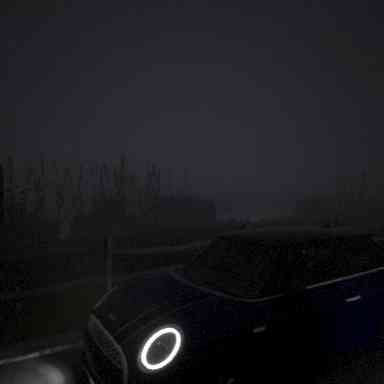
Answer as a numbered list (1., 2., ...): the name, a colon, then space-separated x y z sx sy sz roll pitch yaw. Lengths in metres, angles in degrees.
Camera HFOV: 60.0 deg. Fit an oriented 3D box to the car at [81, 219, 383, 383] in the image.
1. car: 0.930 1.322 4.500 4.553 1.767 2.097 -1 0 -31
